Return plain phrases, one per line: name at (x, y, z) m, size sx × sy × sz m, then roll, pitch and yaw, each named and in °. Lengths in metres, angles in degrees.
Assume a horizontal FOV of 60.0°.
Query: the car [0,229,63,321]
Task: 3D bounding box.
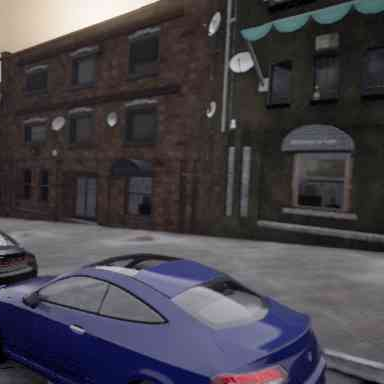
car at (-5.337, 1.472, 7.342) m, size 4.892 × 1.521 × 2.231 m, roll 0°, pitch 0°, yaw 36°
